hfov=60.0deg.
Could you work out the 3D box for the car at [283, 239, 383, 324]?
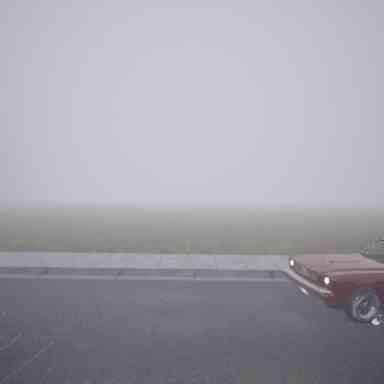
[{"bbox_3d":[4.401,1.659,6.821,4.718,1.301,1.895,1,0,-7],"label":"car"}]
